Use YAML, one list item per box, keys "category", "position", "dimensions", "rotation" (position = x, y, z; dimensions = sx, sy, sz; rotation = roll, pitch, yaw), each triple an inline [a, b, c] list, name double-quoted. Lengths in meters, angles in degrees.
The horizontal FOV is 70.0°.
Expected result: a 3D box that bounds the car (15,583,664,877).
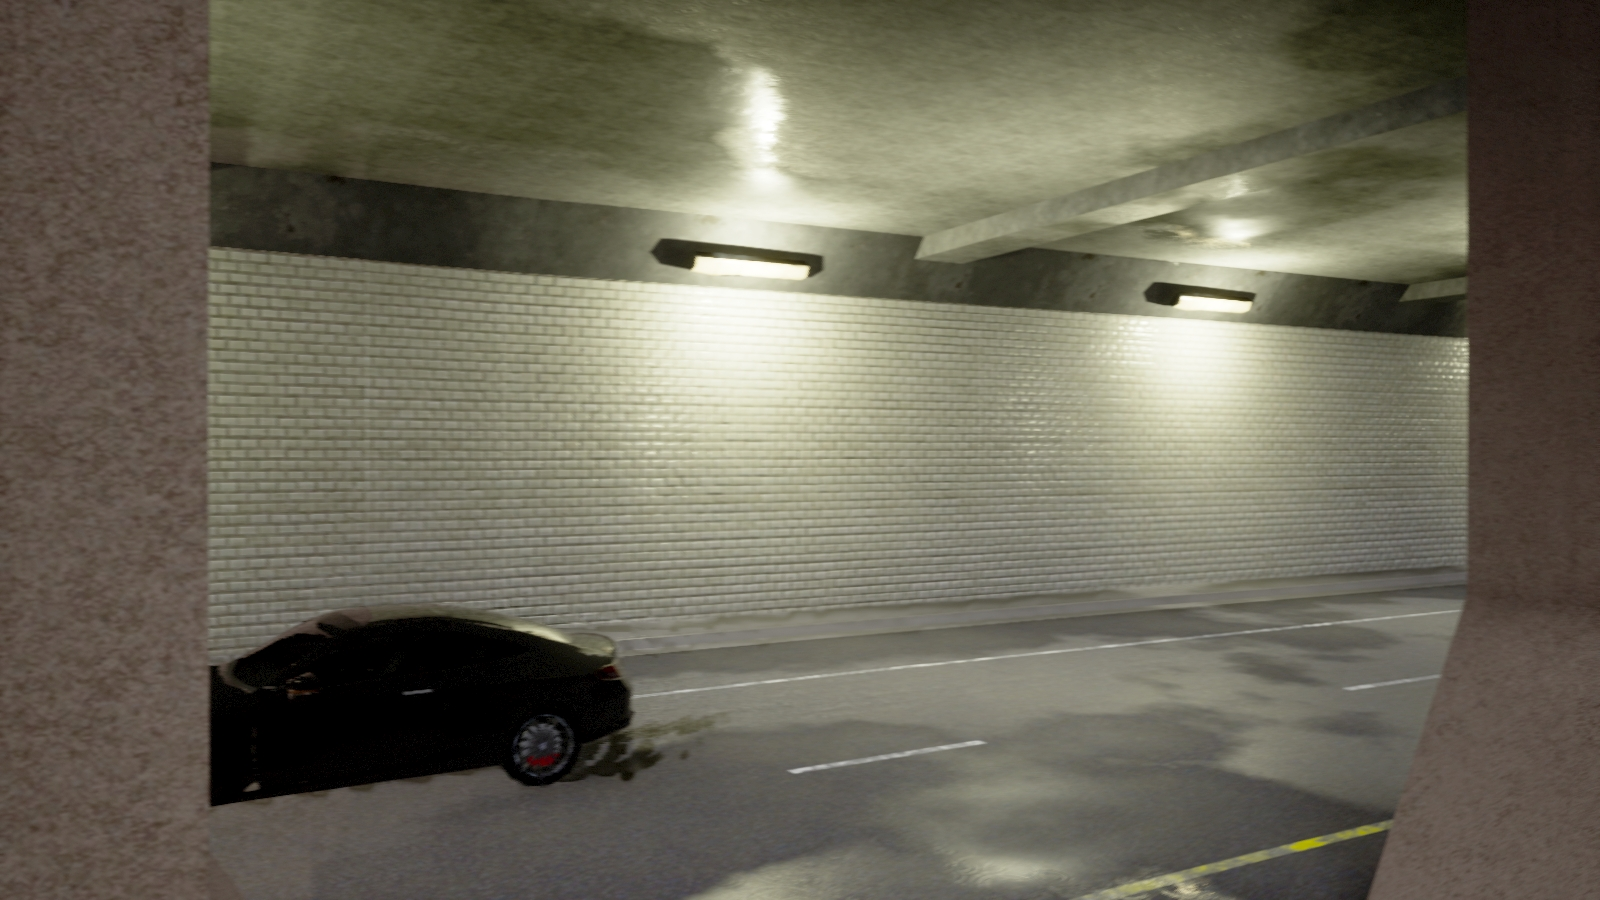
- category: "car"
  position: [-3.695, 2.079, 9.576]
  dimensions: [4.674, 1.442, 2.002]
  rotation: [0, 0, -32]
